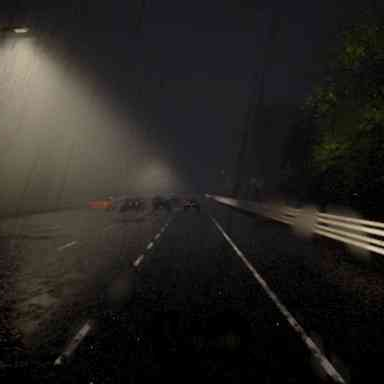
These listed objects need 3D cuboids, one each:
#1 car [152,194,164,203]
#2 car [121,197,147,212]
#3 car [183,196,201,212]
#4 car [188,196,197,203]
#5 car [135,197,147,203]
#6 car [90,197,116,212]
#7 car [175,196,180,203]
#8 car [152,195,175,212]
[{"bbox_3d":[-6.969,1.387,68.935,2.097,1.767,4.553,0,0,0],"label":"car"},{"bbox_3d":[-6.996,1.367,39.736,2.097,1.767,4.553,0,0,0],"label":"car"},{"bbox_3d":[0.007,1.523,39.642,1.837,1.490,4.892,0,1,0],"label":"car"},{"bbox_3d":[0.029,1.560,69.345,1.812,1.442,4.674,0,0,0],"label":"car"},{"bbox_3d":[-10.476,1.631,68.647,1.895,1.301,4.718,0,0,0],"label":"car"},{"bbox_3d":[-10.496,1.366,39.723,2.097,1.767,4.553,0,0,0],"label":"car"},{"bbox_3d":[-3.475,1.579,69.258,2.033,1.411,5.357,0,0,0],"label":"car"},{"bbox_3d":[-3.493,1.509,39.661,2.128,1.511,4.902,0,0,0],"label":"car"}]
